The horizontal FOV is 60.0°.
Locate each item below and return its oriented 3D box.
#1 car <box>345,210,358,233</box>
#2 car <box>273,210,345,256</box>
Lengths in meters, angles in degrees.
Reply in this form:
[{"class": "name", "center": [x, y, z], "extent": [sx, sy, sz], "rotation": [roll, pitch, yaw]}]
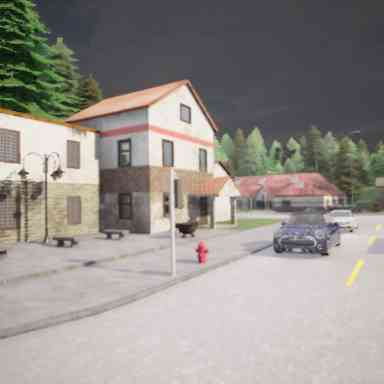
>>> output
[{"class": "car", "center": [10.521, 1.977, 23.382], "extent": [1.812, 1.442, 4.674], "rotation": [-2, -2, 32]}, {"class": "car", "center": [5.162, 1.670, 14.659], "extent": [2.097, 1.767, 4.553], "rotation": [-2, -2, 31]}]
